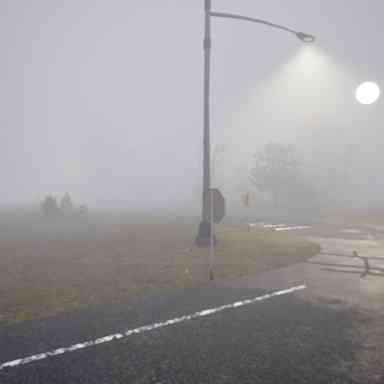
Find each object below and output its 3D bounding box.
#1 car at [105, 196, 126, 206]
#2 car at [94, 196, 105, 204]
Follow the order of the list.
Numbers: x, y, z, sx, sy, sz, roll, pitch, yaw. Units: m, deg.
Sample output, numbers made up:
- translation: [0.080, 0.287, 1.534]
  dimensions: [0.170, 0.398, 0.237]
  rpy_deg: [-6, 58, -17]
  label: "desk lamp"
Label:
- translation: [-12.239, 1.473, 54.546]
  dimensions: [1.812, 1.442, 4.674]
  rpy_deg: [0, 0, -33]
  label: "car"
- translation: [-16.518, 1.460, 60.836]
  dimensions: [1.812, 1.442, 4.674]
  rpy_deg: [0, 0, -34]
  label: "car"
